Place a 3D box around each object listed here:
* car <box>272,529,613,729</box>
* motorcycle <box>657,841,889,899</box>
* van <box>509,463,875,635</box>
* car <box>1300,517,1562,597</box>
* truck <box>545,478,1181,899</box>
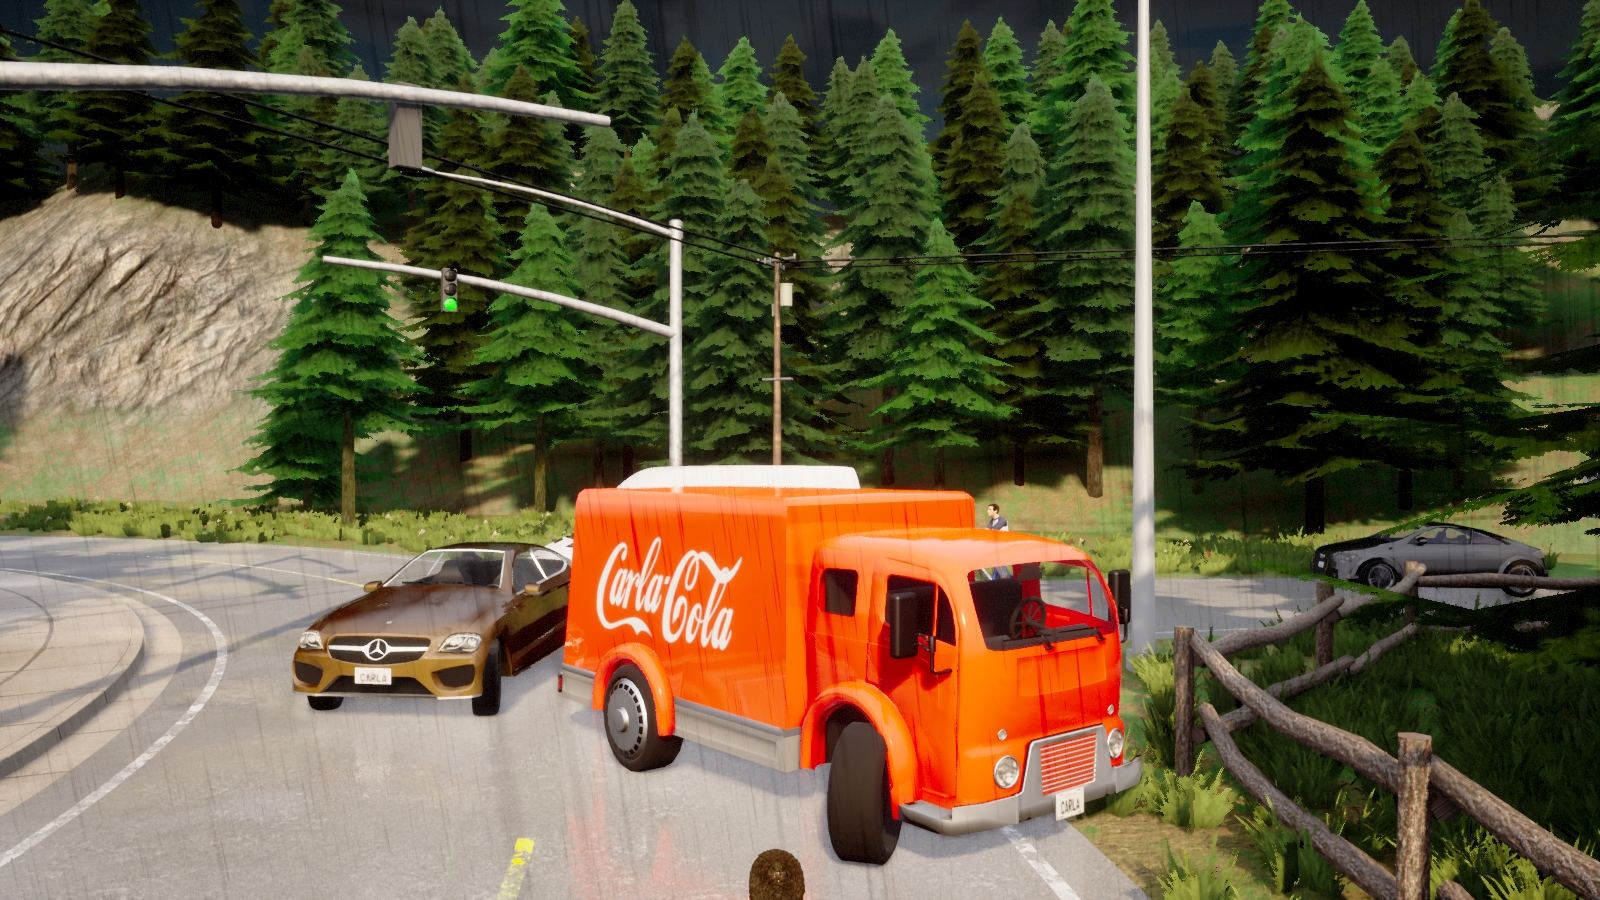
[{"bbox_3d":[-4.038,1.970,14.038,2.152,1.651,5.027,0,0,6],"label":"car"},{"bbox_3d":[-0.074,2.159,3.526,0.803,1.199,2.033,0,0,-2],"label":"motorcycle"},{"bbox_3d":[-1.776,1.528,19.549,5.915,2.561,1.988,0,0,-27],"label":"van"},{"bbox_3d":[12.589,2.119,23.051,4.181,1.385,1.994,0,0,6],"label":"car"},{"bbox_3d":[0.202,1.542,9.769,2.627,2.467,5.204,0,0,-39],"label":"truck"}]
